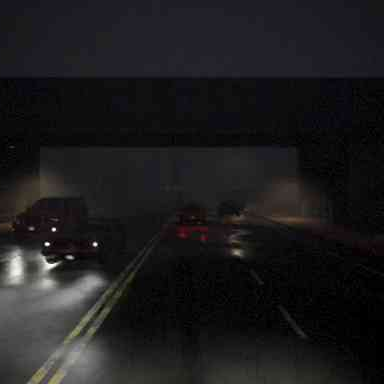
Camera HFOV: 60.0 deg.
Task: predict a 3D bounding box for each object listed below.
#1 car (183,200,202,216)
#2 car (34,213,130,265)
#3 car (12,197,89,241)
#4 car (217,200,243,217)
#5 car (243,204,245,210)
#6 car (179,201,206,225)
[{"bbox_3d":[0.006,1.655,34.583,1.812,1.442,4.674,0,0,-1],"label":"car"},{"bbox_3d":[-3.594,1.647,12.065,1.895,1.301,4.718,0,0,0],"label":"car"},{"bbox_3d":[-7.124,1.292,17.523,2.150,2.045,5.566,0,-1,0],"label":"car"},{"bbox_3d":[3.528,1.600,32.979,1.882,1.535,5.008,0,0,0],"label":"car"},{"bbox_3d":[5.196,1.707,42.870,2.033,1.411,5.357,0,0,29],"label":"car"},{"bbox_3d":[0.044,1.572,25.254,1.882,1.535,5.008,0,0,0],"label":"car"}]
